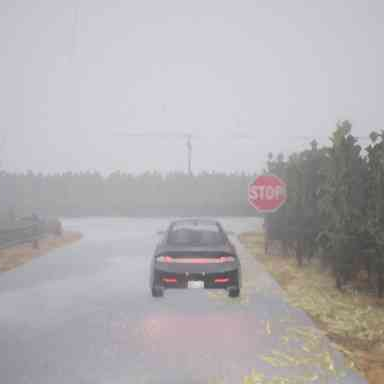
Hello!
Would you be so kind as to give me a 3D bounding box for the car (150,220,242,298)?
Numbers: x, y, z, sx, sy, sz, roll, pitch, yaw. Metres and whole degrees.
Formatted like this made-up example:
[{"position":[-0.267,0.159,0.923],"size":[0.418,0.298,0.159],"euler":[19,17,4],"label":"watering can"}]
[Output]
[{"position":[0.087,1.453,8.425],"size":[2.128,1.511,4.902],"euler":[0,0,0],"label":"car"}]
